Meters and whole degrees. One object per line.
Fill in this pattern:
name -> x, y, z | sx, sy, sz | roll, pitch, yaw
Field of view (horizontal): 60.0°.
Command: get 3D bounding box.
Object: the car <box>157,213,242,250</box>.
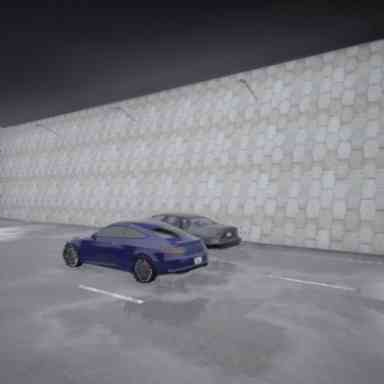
car -> -0.746, 1.537, 13.124 | 5.357, 1.411, 2.033 | 0, 0, 36

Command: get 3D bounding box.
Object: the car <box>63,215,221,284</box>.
car -> -1.718, 1.517, 9.510 | 4.674, 1.442, 1.812 | 0, 0, 35
